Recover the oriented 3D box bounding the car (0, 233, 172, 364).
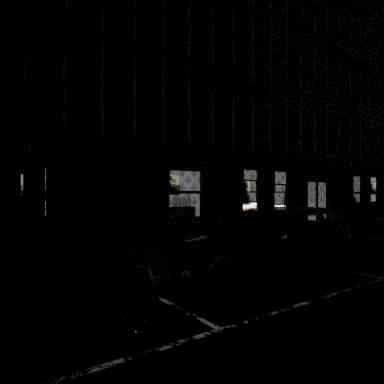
[{"bbox_3d":[-2.594,1.440,4.884,4.097,1.590,1.967,0,0,-35],"label":"car"}]

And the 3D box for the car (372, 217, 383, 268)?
[{"bbox_3d":[6.468,1.561,11.329,4.313,1.339,1.947,0,0,-35],"label":"car"}]

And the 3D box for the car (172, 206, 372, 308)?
[{"bbox_3d":[1.937,1.314,8.105,5.009,1.841,2.192,0,0,-35],"label":"car"}]
